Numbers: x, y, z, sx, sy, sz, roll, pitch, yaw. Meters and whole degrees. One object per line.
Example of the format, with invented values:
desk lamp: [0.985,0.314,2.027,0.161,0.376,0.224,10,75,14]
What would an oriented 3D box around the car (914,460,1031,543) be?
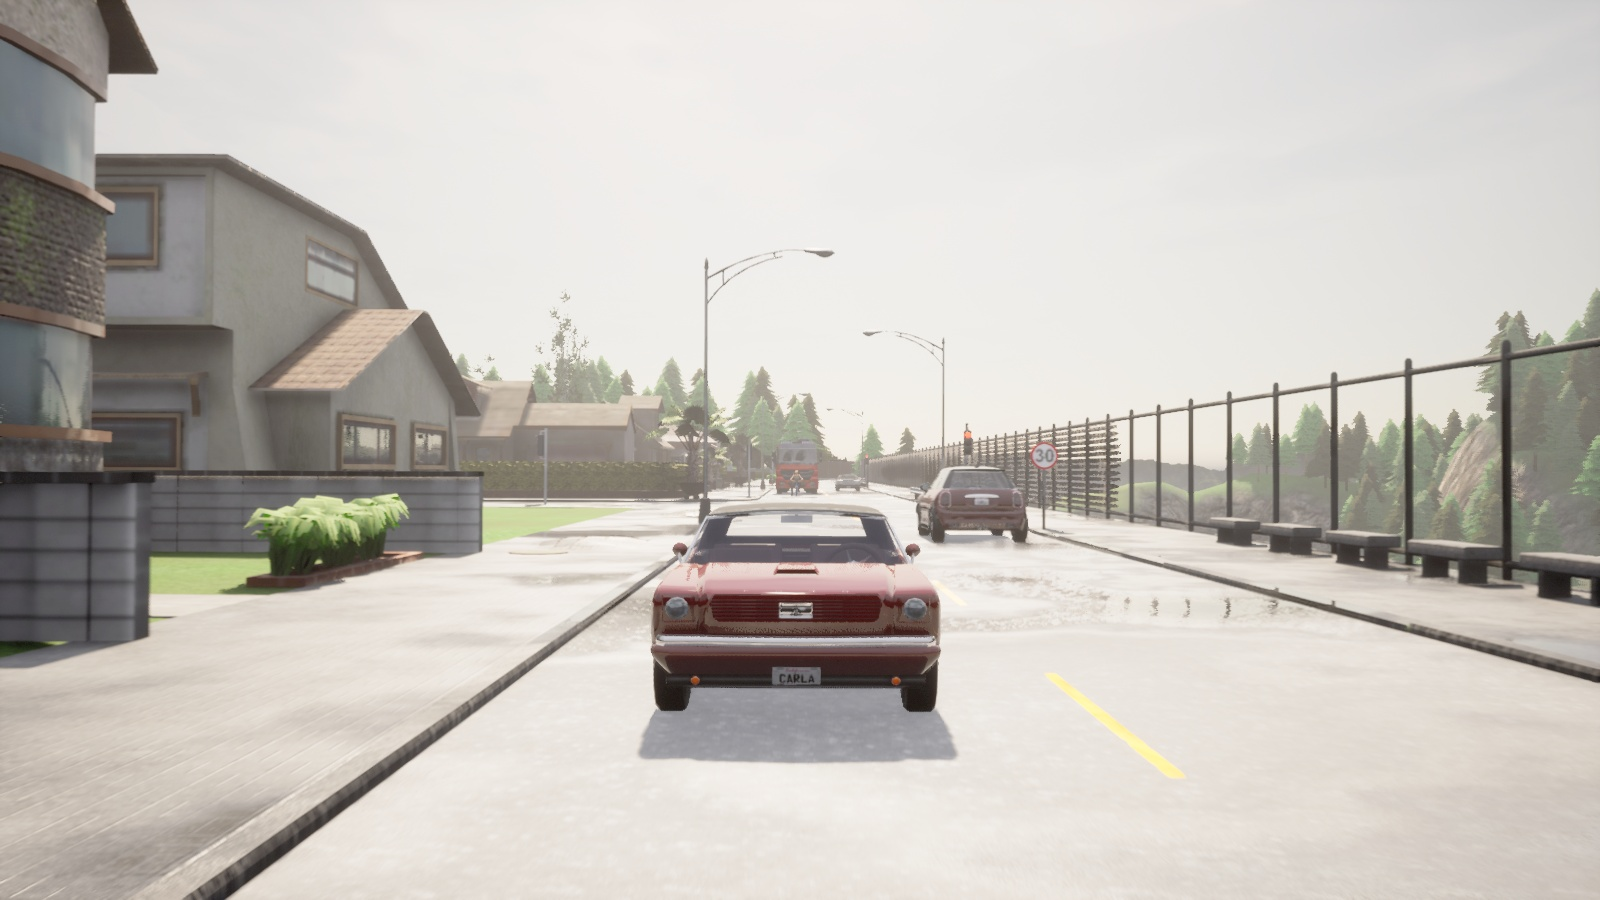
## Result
car: [3.934,1.149,29.383,2.097,1.767,4.553,0,-1,0]

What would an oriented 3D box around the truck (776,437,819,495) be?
truck: [-0.203,1.124,88.091,2.891,3.827,8.468,0,-1,0]

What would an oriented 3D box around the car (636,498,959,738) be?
car: [-0.021,1.079,9.765,1.895,1.301,4.718,0,-1,0]
